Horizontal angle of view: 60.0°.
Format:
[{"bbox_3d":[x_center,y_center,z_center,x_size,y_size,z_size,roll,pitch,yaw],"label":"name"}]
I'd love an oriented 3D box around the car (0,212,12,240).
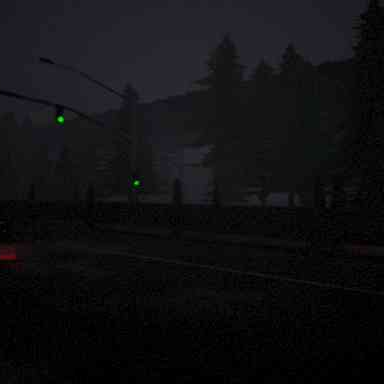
[{"bbox_3d":[-10.347,1.517,15.676,4.892,1.490,1.837,0,0,36],"label":"car"}]
